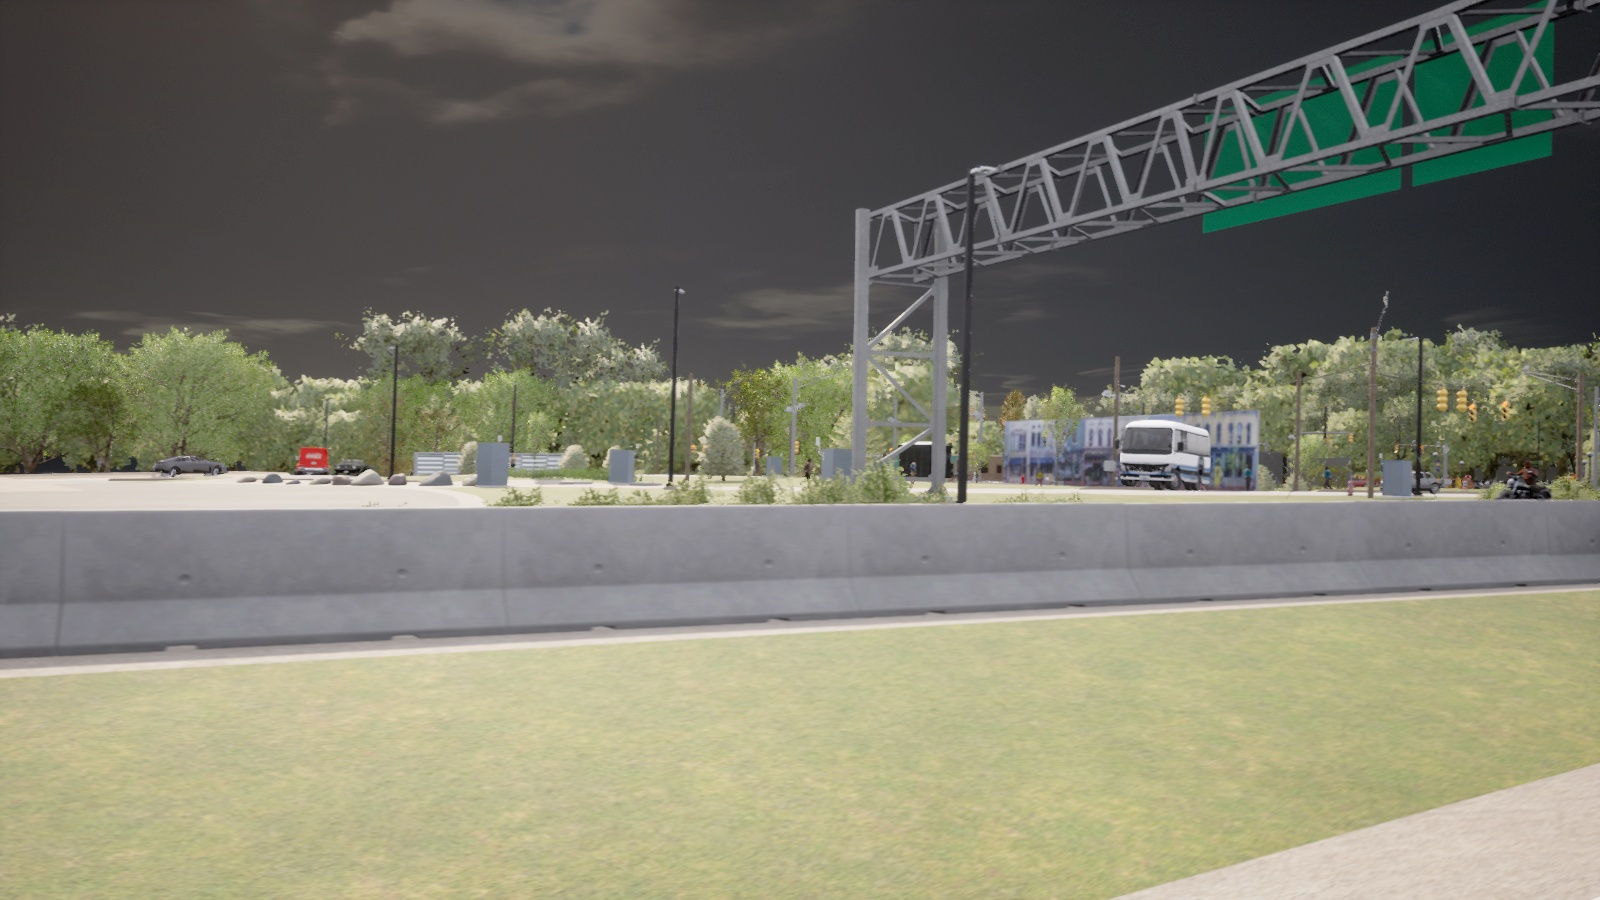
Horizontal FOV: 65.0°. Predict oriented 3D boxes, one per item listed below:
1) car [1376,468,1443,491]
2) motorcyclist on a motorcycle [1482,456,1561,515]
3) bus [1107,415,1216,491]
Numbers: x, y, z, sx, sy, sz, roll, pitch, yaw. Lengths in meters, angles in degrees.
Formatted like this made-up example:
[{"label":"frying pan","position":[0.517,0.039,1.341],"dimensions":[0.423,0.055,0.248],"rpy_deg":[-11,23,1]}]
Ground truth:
[{"label":"car","position":[41.081,1.979,84.659],"dimensions":[3.806,1.475,1.970],"rpy_deg":[1,-1,-22]},{"label":"motorcyclist on a motorcycle","position":[20.570,0.991,35.774],"dimensions":[2.350,1.649,0.766],"rpy_deg":[0,-1,-26]},{"label":"bus","position":[22.807,0.284,78.694],"dimensions":[3.944,4.253,10.273],"rpy_deg":[1,-2,31]}]
